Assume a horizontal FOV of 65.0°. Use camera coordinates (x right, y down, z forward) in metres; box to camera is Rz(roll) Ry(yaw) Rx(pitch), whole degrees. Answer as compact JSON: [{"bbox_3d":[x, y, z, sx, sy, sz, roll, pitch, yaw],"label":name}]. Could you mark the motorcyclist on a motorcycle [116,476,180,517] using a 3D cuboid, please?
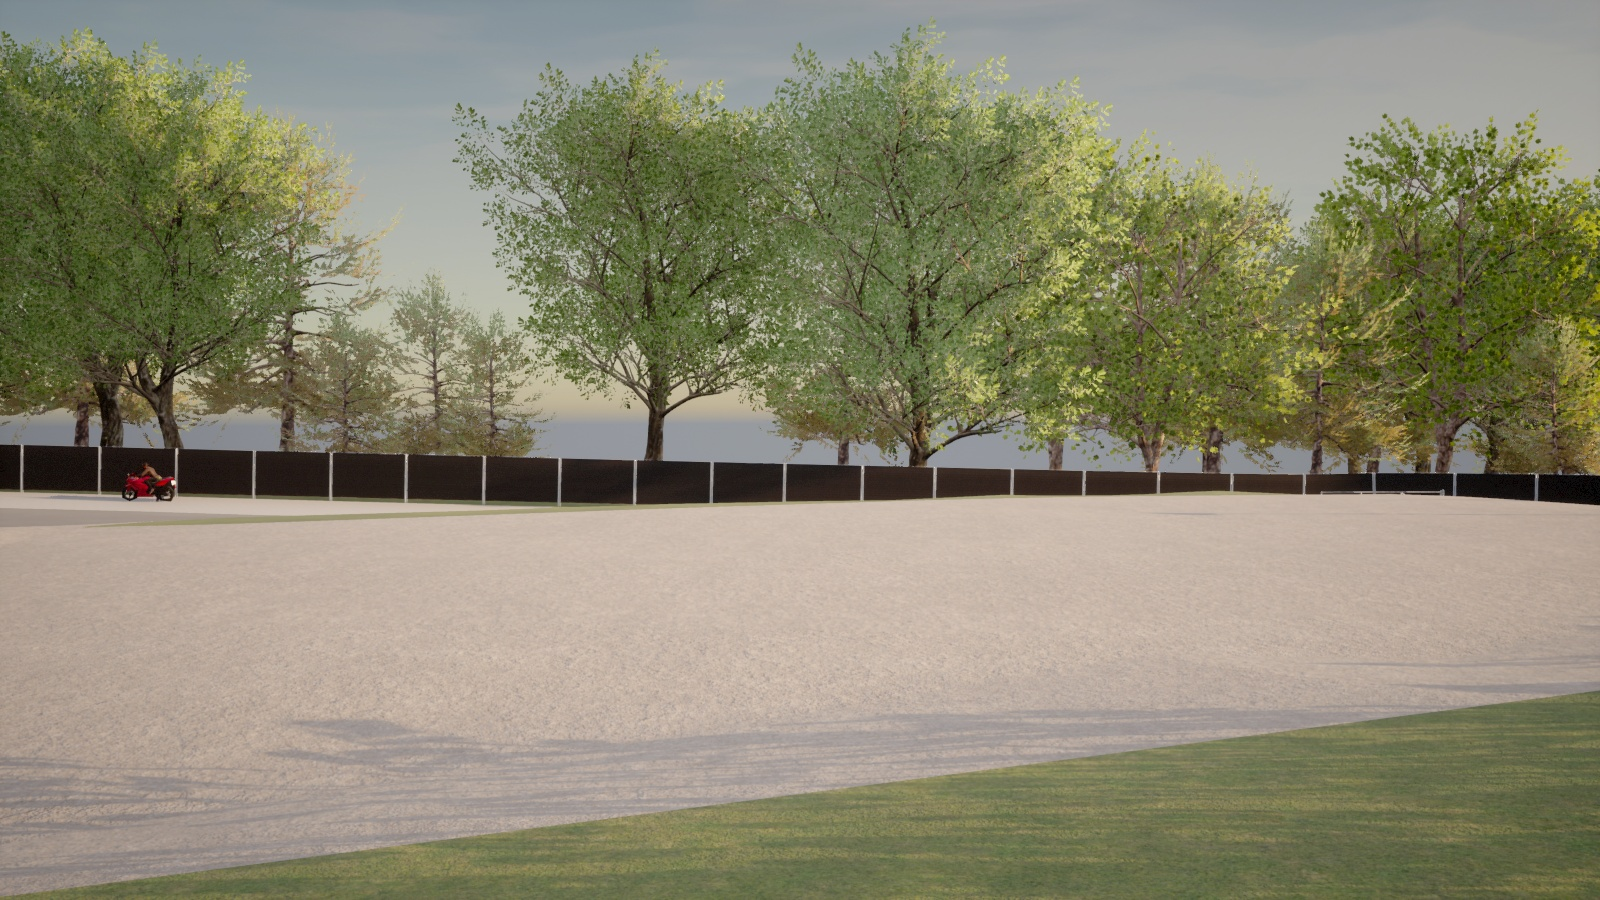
[{"bbox_3d":[-25.090,1.778,48.363,2.044,1.523,0.797,0,1,-2],"label":"motorcyclist on a motorcycle"}]
